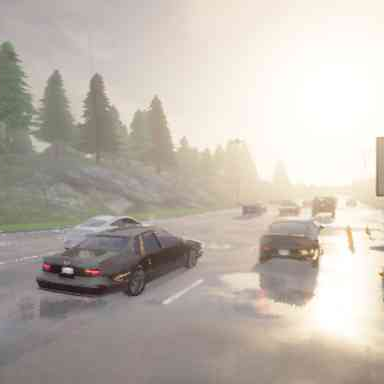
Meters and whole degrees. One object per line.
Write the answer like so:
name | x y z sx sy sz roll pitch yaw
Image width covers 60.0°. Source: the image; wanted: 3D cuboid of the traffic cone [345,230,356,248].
traffic cone | 6.684 2.036 13.983 0.340 0.580 0.340 -1 -1 24

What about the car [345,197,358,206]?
car | 29.910 1.873 62.632 1.812 1.442 4.674 -1 -1 24

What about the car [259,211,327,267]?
car | 3.619 1.606 11.807 1.812 1.442 4.674 -1 -1 24

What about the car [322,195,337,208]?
car | 23.205 1.560 55.914 2.150 2.045 5.566 -1 -1 24

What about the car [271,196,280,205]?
car | 16.958 1.972 67.959 1.837 1.490 4.892 -1 -1 24

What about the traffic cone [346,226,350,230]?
traffic cone | 7.496 2.047 15.811 0.340 0.580 0.340 -1 -1 24

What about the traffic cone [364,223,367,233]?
traffic cone | 10.033 2.059 19.061 0.340 0.580 0.340 -1 -1 24

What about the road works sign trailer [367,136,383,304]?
road works sign trailer | 5.194 0.494 6.995 2.380 3.560 2.880 -1 -1 24

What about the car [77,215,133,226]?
car | -3.172 1.664 13.761 1.812 1.442 4.674 -1 -1 24

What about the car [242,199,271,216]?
car | 6.918 1.749 36.480 1.882 1.535 5.008 -1 -1 24

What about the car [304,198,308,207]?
car | 20.492 1.869 58.422 2.128 1.511 4.902 -1 -1 24

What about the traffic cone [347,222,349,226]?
traffic cone | 8.307 2.057 17.639 0.340 0.580 0.340 -1 -1 24

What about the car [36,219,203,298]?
car | -1.472 1.634 8.961 2.033 1.411 5.357 -1 -1 24

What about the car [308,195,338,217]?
car | 13.631 1.434 34.359 2.150 2.045 5.566 -1 -1 24

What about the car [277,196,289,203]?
car | 21.173 1.724 77.458 2.097 1.767 4.553 -1 -1 24

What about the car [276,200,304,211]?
car | 10.903 1.851 36.827 1.895 1.301 4.718 -1 -1 24

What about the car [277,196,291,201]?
car | 16.807 1.905 58.749 1.837 1.490 4.892 -1 -1 24
